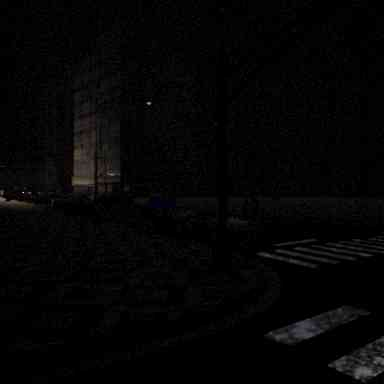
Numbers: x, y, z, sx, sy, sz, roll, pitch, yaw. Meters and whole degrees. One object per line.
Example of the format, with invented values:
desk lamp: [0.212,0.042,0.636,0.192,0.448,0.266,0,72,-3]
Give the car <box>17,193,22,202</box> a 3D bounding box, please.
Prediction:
car: [-26.002,0.770,52.802,1.967,1.590,4.097,1,0,-35]

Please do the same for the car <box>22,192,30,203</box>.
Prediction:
car: [-22.837,0.943,48.355,2.008,1.369,4.403,1,0,-35]

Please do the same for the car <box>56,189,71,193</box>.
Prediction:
car: [-22.678,0.562,58.392,2.150,2.045,5.566,0,0,-35]

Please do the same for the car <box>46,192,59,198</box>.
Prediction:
car: [-31.726,0.751,75.530,1.802,1.307,4.206,1,0,-35]

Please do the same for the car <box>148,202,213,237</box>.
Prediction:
car: [-0.671,1.434,17.227,2.008,1.369,4.403,1,0,-35]

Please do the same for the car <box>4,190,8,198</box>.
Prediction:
car: [-35.504,0.713,66.141,2.008,1.369,4.403,1,0,-35]

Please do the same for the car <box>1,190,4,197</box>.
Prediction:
car: [-38.671,0.679,70.588,1.947,1.339,4.313,1,0,-35]

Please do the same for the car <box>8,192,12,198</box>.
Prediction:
car: [-32.338,0.797,61.695,1.802,1.307,4.206,1,0,-35]

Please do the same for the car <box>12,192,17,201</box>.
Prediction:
car: [-29.171,0.816,57.248,1.887,1.381,4.507,1,0,-35]

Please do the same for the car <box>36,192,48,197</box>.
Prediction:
car: [-38.059,0.625,84.424,1.887,1.381,4.507,1,0,-35]

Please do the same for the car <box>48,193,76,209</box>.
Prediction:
car: [-13.337,1.142,35.014,2.008,1.369,4.403,1,0,-35]

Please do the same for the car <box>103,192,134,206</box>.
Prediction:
car: [-9.550,0.895,44.400,2.192,1.841,5.009,1,0,-35]

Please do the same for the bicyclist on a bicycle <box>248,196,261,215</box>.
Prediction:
bicyclist on a bicycle: [5.364,1.180,28.553,1.656,1.620,0.582,0,1,-35]

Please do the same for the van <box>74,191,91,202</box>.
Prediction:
van: [-19.053,0.727,57.742,1.690,1.788,3.998,1,0,-35]

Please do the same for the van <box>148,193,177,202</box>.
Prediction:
van: [-3.217,1.059,35.505,1.690,1.788,3.998,1,0,-35]

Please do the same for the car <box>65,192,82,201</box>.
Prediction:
car: [-22.222,0.767,62.189,1.967,1.590,4.097,1,0,-35]

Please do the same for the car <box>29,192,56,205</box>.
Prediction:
car: [-19.670,1.007,43.908,2.008,1.369,4.403,1,0,-35]

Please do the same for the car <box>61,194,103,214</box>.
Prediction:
car: [-10.170,1.207,30.567,1.887,1.381,4.507,1,0,-35]

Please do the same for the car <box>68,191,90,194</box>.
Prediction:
car: [-16.747,0.982,50.050,1.812,1.442,4.674,0,0,-36]
